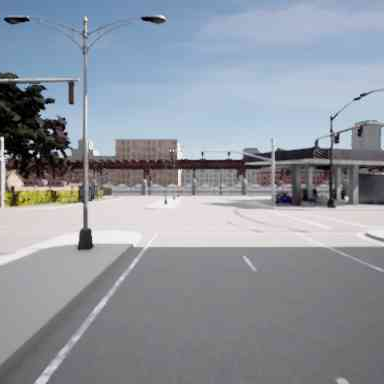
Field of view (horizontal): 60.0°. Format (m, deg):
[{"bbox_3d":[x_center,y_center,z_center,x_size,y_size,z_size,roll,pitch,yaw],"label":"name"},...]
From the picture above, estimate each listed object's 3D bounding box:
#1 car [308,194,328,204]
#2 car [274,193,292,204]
[{"bbox_3d":[18.901,1.065,49.908,1.970,1.475,3.806,0,0,0],"label":"car"},{"bbox_3d":[13.157,0.910,49.138,2.242,1.667,4.611,0,0,0],"label":"car"}]
